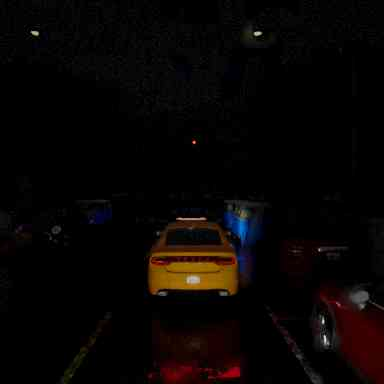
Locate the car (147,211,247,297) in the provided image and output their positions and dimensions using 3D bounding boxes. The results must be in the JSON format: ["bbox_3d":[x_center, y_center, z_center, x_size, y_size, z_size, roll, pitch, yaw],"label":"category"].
[{"bbox_3d":[0.039,1.478,8.635,1.882,1.535,5.008,0,0,0],"label":"car"}]

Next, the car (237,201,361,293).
[{"bbox_3d":[2.717,1.315,8.808,2.192,1.841,5.009,0,0,0],"label":"car"}]

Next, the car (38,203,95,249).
[{"bbox_3d":[-5.836,1.441,14.200,1.967,1.590,4.097,0,0,0],"label":"car"}]

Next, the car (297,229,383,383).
[{"bbox_3d":[2.746,1.440,3.370,1.967,1.590,4.097,0,0,0],"label":"car"}]

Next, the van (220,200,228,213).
[{"bbox_3d":[2.660,1.343,19.683,1.690,1.788,3.998,0,0,0],"label":"van"}]

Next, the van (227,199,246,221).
[{"bbox_3d":[2.688,1.342,14.245,1.690,1.788,3.998,0,0,0],"label":"van"}]

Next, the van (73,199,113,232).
[{"bbox_3d":[-5.865,1.343,19.638,1.690,1.788,3.998,0,0,0],"label":"van"}]

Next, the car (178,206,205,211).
[{"bbox_3d":[-0.048,1.493,18.137,2.128,1.511,4.902,0,0,0],"label":"car"}]

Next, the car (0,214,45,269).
[{"bbox_3d":[-5.807,1.525,8.593,1.752,1.417,4.829,0,0,0],"label":"car"}]
